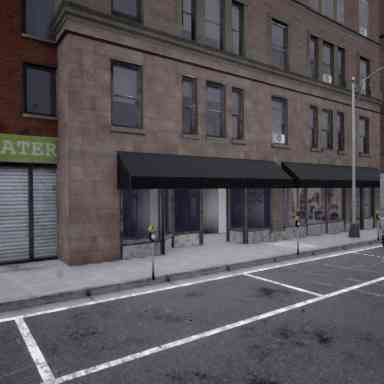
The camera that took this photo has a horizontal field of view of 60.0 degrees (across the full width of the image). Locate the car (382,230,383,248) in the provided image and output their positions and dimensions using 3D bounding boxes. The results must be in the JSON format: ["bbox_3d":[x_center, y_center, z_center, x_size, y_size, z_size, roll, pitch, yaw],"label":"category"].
[{"bbox_3d":[9.199,1.540,13.104,4.507,1.381,1.887,0,-1,-35],"label":"car"}]
